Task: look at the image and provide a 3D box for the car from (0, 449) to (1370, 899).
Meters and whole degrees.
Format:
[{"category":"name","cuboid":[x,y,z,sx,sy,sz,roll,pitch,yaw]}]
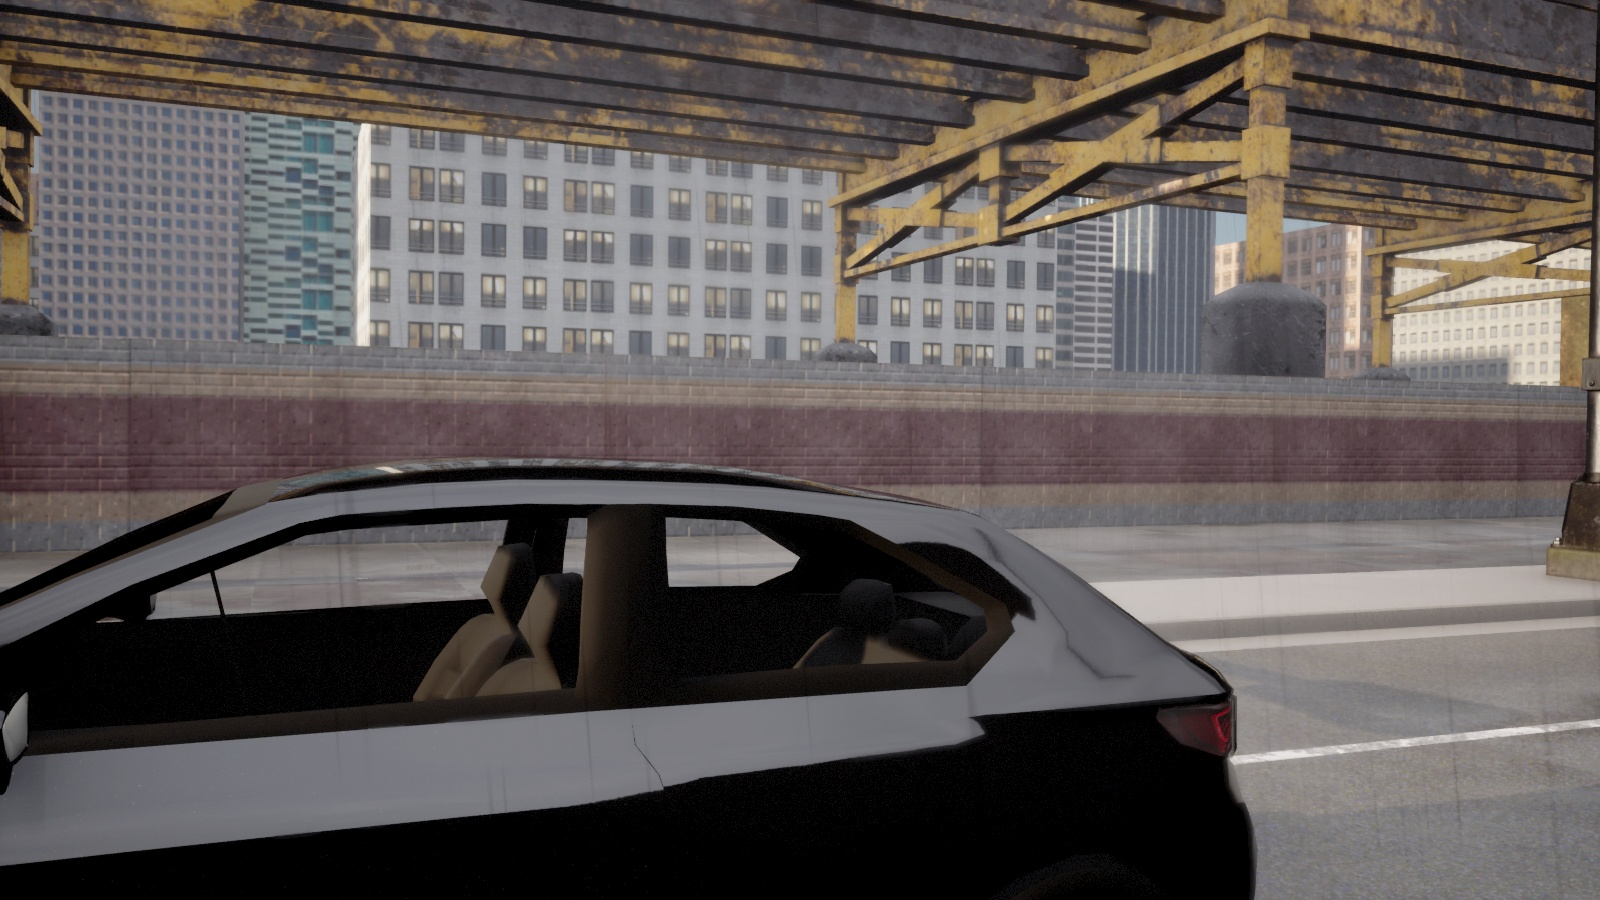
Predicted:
[{"category":"car","cuboid":[-1.042,0.777,2.843,4.193,1.474,1.816,-1,1,-21]}]
